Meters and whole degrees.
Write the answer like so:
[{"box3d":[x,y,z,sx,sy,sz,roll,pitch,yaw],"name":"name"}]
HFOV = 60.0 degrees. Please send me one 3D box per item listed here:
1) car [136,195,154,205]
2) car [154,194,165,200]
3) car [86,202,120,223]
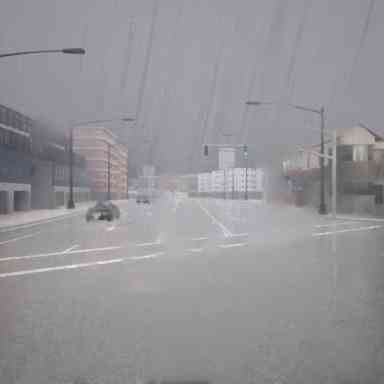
[{"box3d":[-7.566,1.160,52.049,2.128,1.511,4.902,0,1,-1],"name":"car"},{"box3d":[-8.188,1.199,77.852,2.033,1.411,5.357,0,-1,-1],"name":"car"},{"box3d":[-6.951,1.566,26.369,2.128,1.511,4.902,0,0,-1],"name":"car"}]
